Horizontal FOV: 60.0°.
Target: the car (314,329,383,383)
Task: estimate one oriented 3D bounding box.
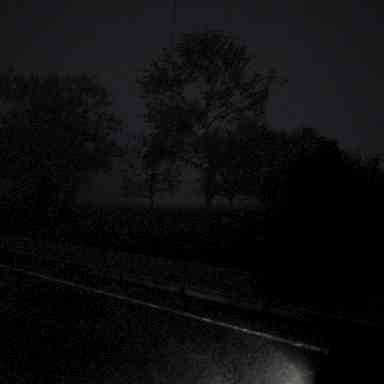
[{"bbox_3d":[3.370,1.548,1.596,5.357,1.411,2.033,0,0,35],"label":"car"}]
